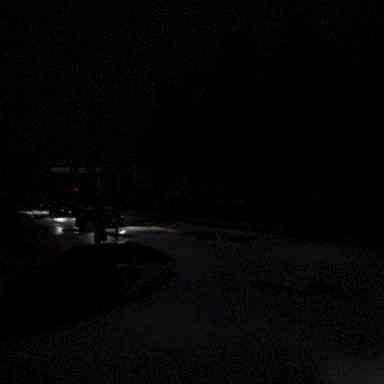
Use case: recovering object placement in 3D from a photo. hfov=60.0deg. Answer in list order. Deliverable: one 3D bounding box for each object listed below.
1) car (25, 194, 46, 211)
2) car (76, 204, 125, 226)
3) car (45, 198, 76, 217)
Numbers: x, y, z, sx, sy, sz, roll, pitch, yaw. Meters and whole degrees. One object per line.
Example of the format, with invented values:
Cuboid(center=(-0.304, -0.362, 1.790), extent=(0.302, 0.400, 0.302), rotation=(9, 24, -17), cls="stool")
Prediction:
Cuboid(center=(-20.100, 1.298, 43.038), extent=(2.150, 2.045, 5.566), rotation=(1, -1, -35), cls="car")
Cuboid(center=(-6.442, 1.604, 23.687), extent=(1.812, 1.442, 4.674), rotation=(1, 0, -36), cls="car")
Cuboid(center=(-12.470, 1.580, 32.194), extent=(1.837, 1.490, 4.892), rotation=(1, 0, -35), cls="car")
